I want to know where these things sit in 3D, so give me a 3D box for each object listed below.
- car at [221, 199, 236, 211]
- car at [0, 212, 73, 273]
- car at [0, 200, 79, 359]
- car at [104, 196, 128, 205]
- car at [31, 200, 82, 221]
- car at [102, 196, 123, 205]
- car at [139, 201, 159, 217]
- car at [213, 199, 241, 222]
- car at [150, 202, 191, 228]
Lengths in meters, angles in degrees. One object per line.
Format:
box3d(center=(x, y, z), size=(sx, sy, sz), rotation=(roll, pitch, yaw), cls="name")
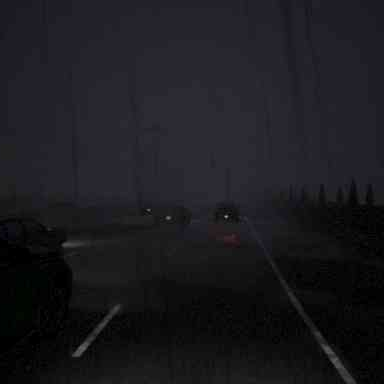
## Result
box3d(center=(4.651, 1.592, 42.351), size=(1.812, 1.442, 4.674), rotation=(0, 0, 7), cls="car")
box3d(center=(-6.110, 1.527, 10.876), size=(2.033, 1.411, 5.357), rotation=(0, 0, 6), cls="car")
box3d(center=(-3.216, 1.209, 3.349), size=(2.150, 2.045, 5.566), rotation=(0, 0, 3), cls="car")
box3d(center=(-11.796, 1.653, 53.166), size=(1.895, 1.301, 4.718), rotation=(0, 0, 7), cls="car")
box3d(center=(-11.317, 1.489, 28.220), size=(1.837, 1.490, 4.892), rotation=(0, 0, 7), cls="car")
box3d(center=(-14.433, 1.512, 60.562), size=(2.128, 1.511, 4.902), rotation=(0, 0, 7), cls="car")
box3d(center=(-3.638, 1.579, 31.901), size=(1.994, 1.385, 4.181), rotation=(0, 0, 7), cls="car")
box3d(center=(2.771, 1.528, 26.491), size=(1.837, 1.490, 4.892), rotation=(0, 0, 7), cls="car")
box3d(center=(-1.218, 1.568, 22.532), size=(1.994, 1.385, 4.181), rotation=(0, 0, 7), cls="car")
